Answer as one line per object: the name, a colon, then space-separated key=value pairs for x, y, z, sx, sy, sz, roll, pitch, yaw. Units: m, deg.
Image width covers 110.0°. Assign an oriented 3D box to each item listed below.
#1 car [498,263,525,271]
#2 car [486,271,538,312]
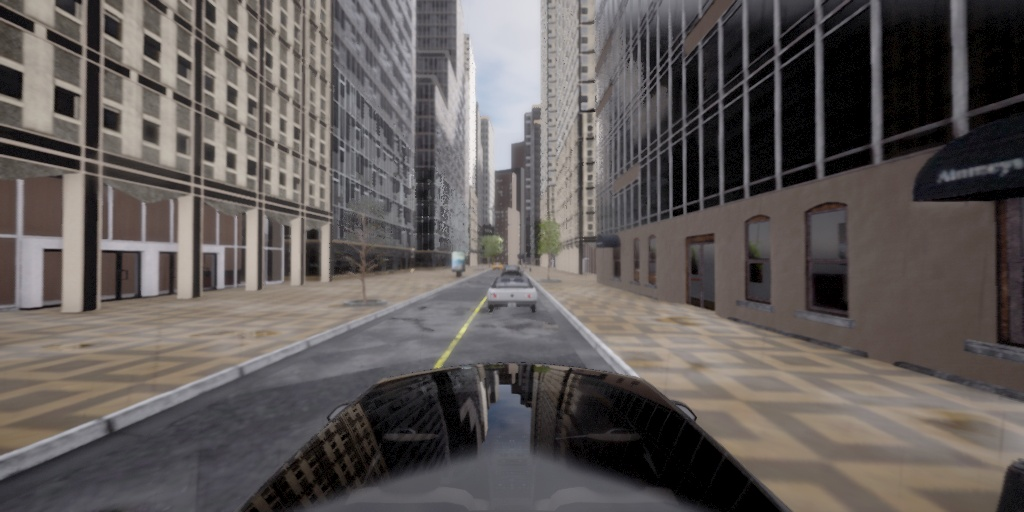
car: x=0.029 y=1.582 z=30.340 sx=1.837 sy=1.490 sz=4.892 roll=0 pitch=0 yaw=1
car: x=0.021 y=1.494 z=15.086 sx=1.895 sy=1.301 sz=4.718 roll=0 pitch=-1 yaw=0
